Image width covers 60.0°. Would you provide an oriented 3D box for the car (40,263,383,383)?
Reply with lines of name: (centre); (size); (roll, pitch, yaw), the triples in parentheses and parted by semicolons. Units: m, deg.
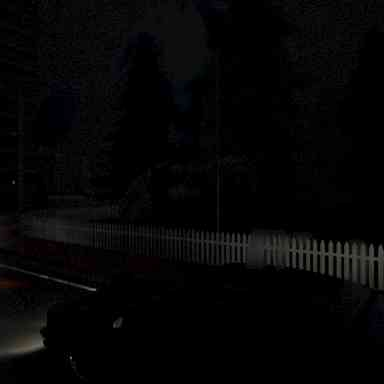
car: (0.606, 1.547, 3.562); (5.357, 1.411, 2.033); (0, 0, 36)
